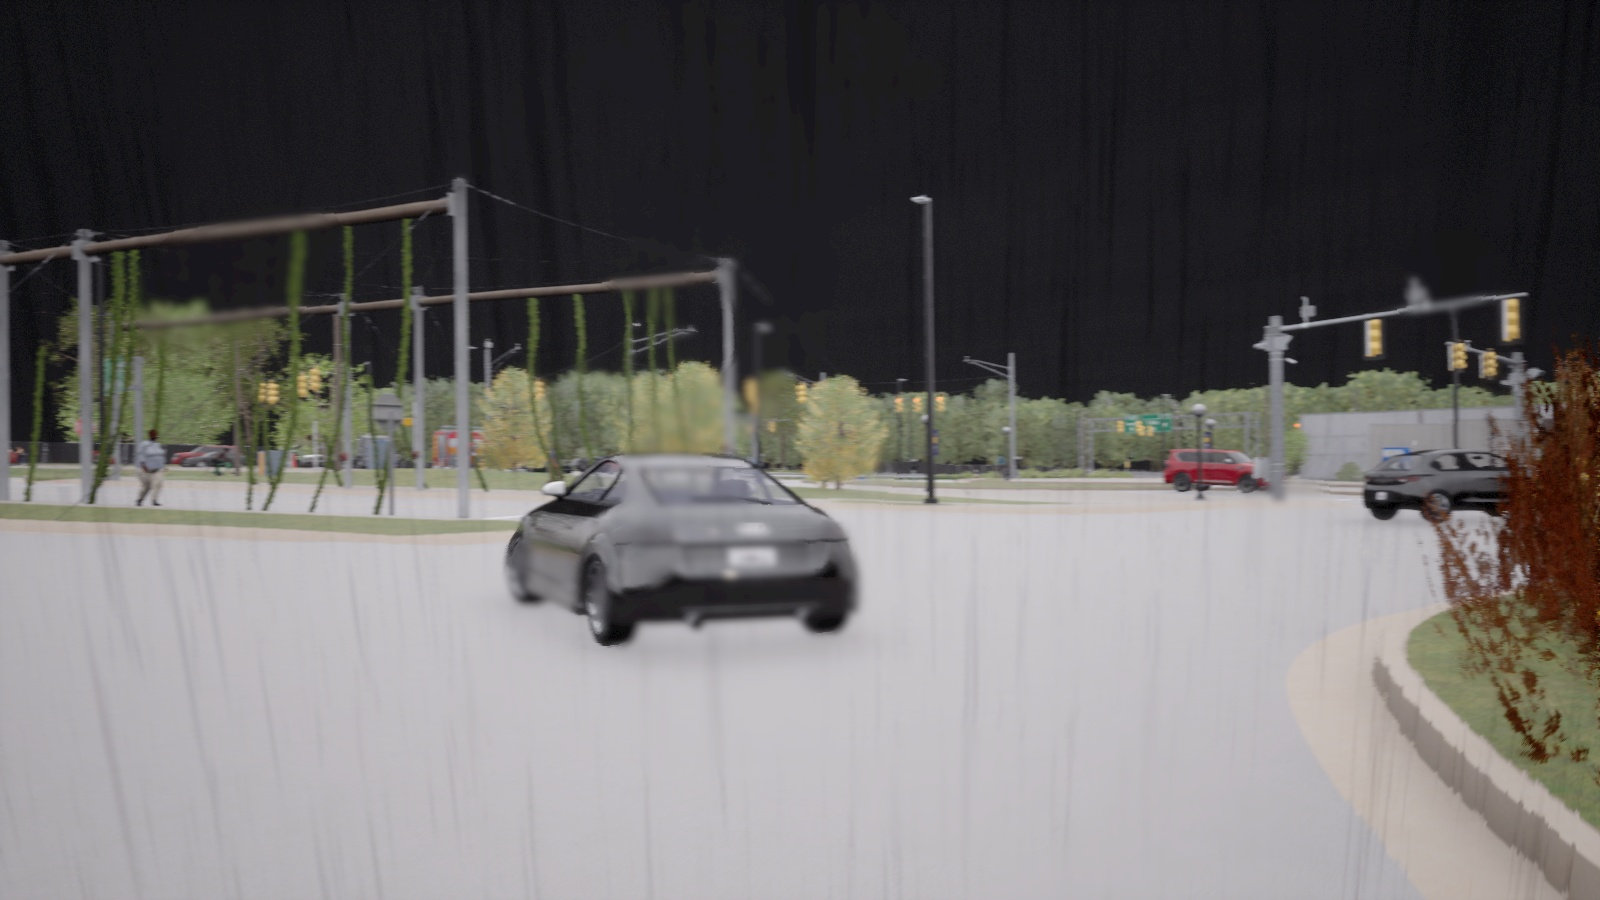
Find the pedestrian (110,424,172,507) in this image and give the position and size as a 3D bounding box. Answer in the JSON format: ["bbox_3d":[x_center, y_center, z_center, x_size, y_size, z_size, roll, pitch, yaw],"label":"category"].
[{"bbox_3d":[-15.083,0.361,28.763,0.900,1.855,0.874,-1,-1,25],"label":"pedestrian"}]

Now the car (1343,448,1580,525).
[{"bbox_3d":[13.731,0.741,26.133,4.193,1.474,1.816,-1,-1,-14],"label":"car"}]

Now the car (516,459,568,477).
[{"bbox_3d":[-19.568,1.366,95.051,1.895,1.301,4.718,1,-1,-38],"label":"car"}]

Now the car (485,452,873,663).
[{"bbox_3d":[-1.245,0.720,10.534,1.994,1.385,4.181,1,0,-24],"label":"car"}]

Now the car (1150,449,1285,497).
[{"bbox_3d":[19.326,1.020,58.372,2.150,2.045,5.566,1,0,-44],"label":"car"}]
